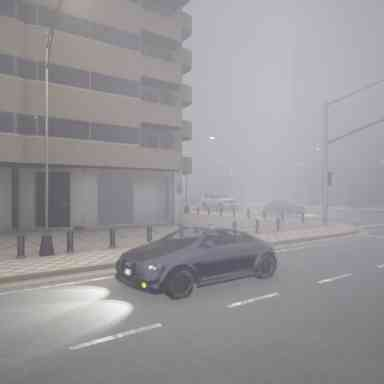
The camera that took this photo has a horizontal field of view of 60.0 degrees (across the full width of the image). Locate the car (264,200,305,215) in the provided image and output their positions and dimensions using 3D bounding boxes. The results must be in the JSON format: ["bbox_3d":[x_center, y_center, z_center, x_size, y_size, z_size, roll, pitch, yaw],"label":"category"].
[{"bbox_3d":[9.334,1.509,33.803,1.994,1.385,4.181,0,0,-35],"label":"car"}]

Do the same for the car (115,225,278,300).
[{"bbox_3d":[0.223,1.564,8.437,4.181,1.385,1.994,0,0,-35],"label":"car"}]

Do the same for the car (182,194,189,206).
[{"bbox_3d":[-3.030,1.437,51.493,2.128,1.511,4.902,0,0,-35],"label":"car"}]

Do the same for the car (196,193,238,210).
[{"bbox_3d":[3.348,1.166,42.302,2.150,2.045,5.566,0,0,-35],"label":"car"}]

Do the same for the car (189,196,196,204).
[{"bbox_3d":[-0.697,1.449,60.622,1.837,1.490,4.892,0,0,-34],"label":"car"}]

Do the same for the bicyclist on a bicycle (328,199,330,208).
[{"bbox_3d":[17.404,1.245,43.090,1.656,1.620,0.582,0,0,-35],"label":"bicyclist on a bicycle"}]
